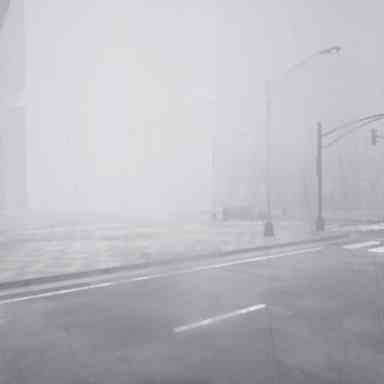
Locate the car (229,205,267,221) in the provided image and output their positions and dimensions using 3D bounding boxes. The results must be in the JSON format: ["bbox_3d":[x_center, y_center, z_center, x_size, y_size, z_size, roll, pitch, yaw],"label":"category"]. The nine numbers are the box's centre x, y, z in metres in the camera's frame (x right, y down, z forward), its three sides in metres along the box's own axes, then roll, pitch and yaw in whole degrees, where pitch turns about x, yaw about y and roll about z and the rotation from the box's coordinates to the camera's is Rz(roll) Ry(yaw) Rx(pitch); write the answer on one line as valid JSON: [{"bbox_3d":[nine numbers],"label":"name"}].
[{"bbox_3d":[4.837,1.825,29.508,1.994,1.385,4.181,-1,0,-36],"label":"car"}]
